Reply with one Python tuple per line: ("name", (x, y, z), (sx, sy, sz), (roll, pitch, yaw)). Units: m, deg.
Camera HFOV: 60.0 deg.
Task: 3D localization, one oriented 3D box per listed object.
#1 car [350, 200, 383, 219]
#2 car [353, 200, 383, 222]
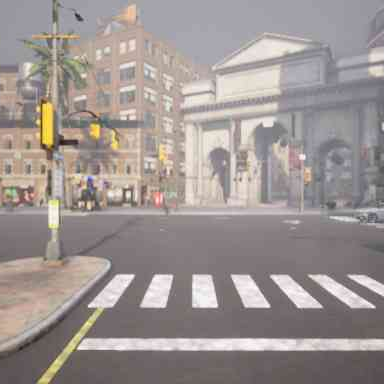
("car", (16.478, 1.465, 28.511), (4.902, 1.511, 2.128), (0, 0, 1))
("car", (14.685, 1.501, 25.030), (4.674, 1.442, 1.812), (0, 0, 0))
